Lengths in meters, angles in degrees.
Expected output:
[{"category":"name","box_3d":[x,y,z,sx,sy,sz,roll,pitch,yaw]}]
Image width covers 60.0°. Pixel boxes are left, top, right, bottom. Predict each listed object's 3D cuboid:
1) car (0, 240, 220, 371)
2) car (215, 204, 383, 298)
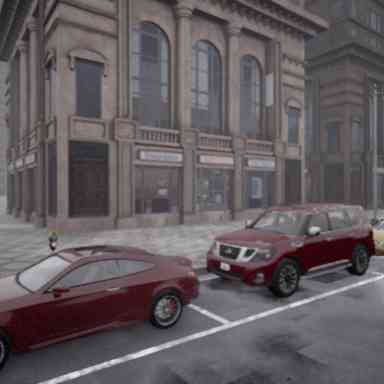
[{"category":"car","box_3d":[-1.797,1.572,5.361,4.206,1.307,1.802,0,1,-35]},{"category":"car","box_3d":[2.764,1.267,8.610,5.009,1.841,2.192,0,1,-35]}]
